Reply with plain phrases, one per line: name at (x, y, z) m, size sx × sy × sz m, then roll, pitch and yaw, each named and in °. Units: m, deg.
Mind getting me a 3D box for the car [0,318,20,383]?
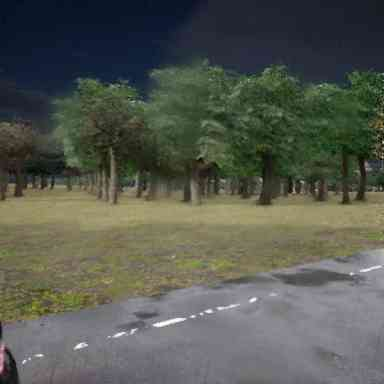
car at (-3.519, 1.488, 1.480) m, size 4.902 × 1.511 × 2.128 m, roll 0°, pitch 0°, yaw -36°
